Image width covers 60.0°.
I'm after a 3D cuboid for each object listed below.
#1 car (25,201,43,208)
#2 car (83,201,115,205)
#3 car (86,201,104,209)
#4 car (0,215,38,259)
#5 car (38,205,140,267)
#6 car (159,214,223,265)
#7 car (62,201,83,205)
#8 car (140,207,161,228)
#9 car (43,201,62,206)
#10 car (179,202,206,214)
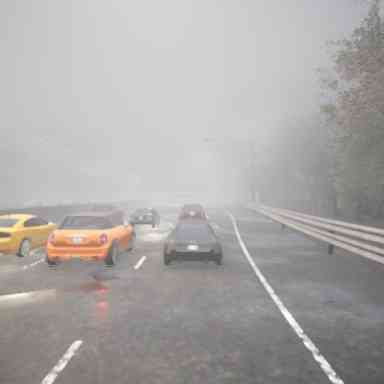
[{"bbox_3d":[-28.018,2.323,59.470,1.812,1.442,4.674,0,-1,1],"label":"car"},{"bbox_3d":[-6.956,1.704,27.228,2.097,1.767,4.553,0,-1,0],"label":"car"},{"bbox_3d":[-17.529,2.371,60.167,1.994,1.385,4.181,0,-1,1],"label":"car"},{"bbox_3d":[-6.946,1.651,13.478,1.882,1.535,5.008,0,0,0],"label":"car"},{"bbox_3d":[-3.455,1.508,12.211,2.097,1.767,4.553,0,-1,0],"label":"car"},{"bbox_3d":[0.046,1.724,12.378,1.994,1.385,4.181,0,-1,1],"label":"car"},{"bbox_3d":[-21.015,2.352,59.994,2.033,1.411,5.357,0,-1,0],"label":"car"},{"bbox_3d":[-3.473,1.873,25.152,2.033,1.411,5.357,0,-1,1],"label":"car"},{"bbox_3d":[-24.518,2.330,59.931,1.812,1.442,4.674,0,-1,1],"label":"car"},{"bbox_3d":[0.045,1.704,27.227,2.097,1.767,4.553,0,-1,0],"label":"car"}]
